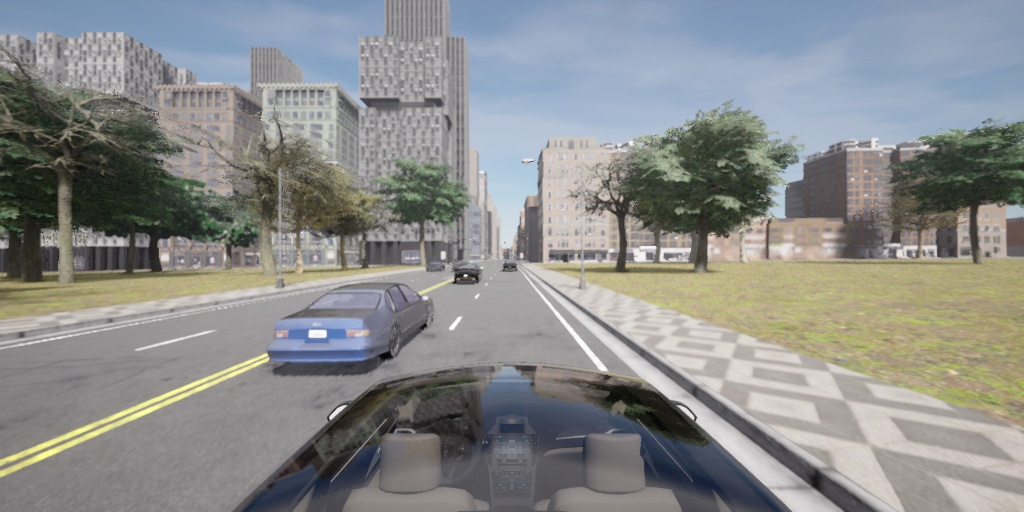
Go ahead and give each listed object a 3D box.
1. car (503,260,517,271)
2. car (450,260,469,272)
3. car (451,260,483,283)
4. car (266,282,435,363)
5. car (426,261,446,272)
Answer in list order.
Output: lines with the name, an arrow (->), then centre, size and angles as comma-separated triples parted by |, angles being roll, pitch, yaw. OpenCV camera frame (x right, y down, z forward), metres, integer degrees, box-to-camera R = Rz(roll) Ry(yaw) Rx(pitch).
car -> -0.284, 1.275, 49.502 | 1.882, 1.535, 5.008 | 0, -1, -1
car -> -6.875, 1.342, 47.777 | 1.837, 1.490, 4.892 | 0, 0, 0
car -> -3.357, 1.264, 28.280 | 1.882, 1.535, 5.008 | 0, 0, 0
car -> -3.190, 1.317, 8.356 | 2.033, 1.411, 5.357 | 0, 0, 0
car -> -10.124, 1.415, 47.890 | 1.994, 1.385, 4.181 | 0, 0, 0
